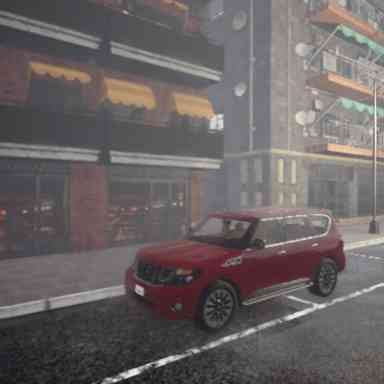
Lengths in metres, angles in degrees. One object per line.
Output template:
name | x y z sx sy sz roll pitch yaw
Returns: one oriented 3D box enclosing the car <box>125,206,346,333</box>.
car | 1.186 1.279 6.931 5.009 1.841 2.192 -1 1 -35
